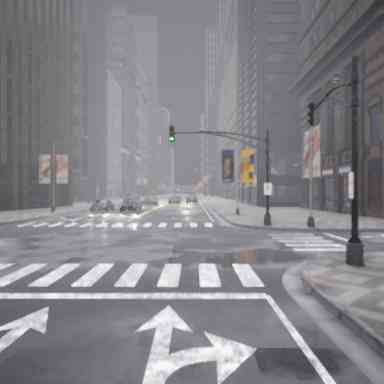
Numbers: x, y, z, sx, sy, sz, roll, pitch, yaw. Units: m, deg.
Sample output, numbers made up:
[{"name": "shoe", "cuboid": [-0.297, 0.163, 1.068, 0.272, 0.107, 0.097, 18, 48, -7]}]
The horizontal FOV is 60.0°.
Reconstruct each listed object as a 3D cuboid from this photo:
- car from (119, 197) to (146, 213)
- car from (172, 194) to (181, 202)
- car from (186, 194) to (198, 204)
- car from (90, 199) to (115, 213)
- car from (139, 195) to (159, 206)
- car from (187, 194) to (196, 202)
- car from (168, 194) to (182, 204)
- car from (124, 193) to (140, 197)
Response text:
[{"name": "car", "cuboid": [-6.600, 1.562, 36.191, 1.895, 1.301, 4.718, 0, 0, 0]}, {"name": "car", "cuboid": [-3.262, 1.246, 70.620, 1.837, 1.490, 4.892, 0, 0, 0]}, {"name": "car", "cuboid": [-0.010, 1.281, 60.585, 2.097, 1.767, 4.553, 0, 0, 0]}, {"name": "car", "cuboid": [-9.841, 1.486, 36.792, 1.812, 1.442, 4.674, 0, 0, 0]}, {"name": "car", "cuboid": [-6.566, 1.292, 52.961, 2.097, 1.767, 4.553, 0, 0, 0]}, {"name": "car", "cuboid": [-0.012, 1.246, 70.620, 1.837, 1.490, 4.892, 0, 0, 0]}, {"name": "car", "cuboid": [-3.260, 1.493, 60.614, 1.994, 1.385, 4.181, 0, 0, 0]}, {"name": "car", "cuboid": [-9.803, 1.162, 55.004, 2.150, 2.045, 5.566, 0, 0, 1]}]
